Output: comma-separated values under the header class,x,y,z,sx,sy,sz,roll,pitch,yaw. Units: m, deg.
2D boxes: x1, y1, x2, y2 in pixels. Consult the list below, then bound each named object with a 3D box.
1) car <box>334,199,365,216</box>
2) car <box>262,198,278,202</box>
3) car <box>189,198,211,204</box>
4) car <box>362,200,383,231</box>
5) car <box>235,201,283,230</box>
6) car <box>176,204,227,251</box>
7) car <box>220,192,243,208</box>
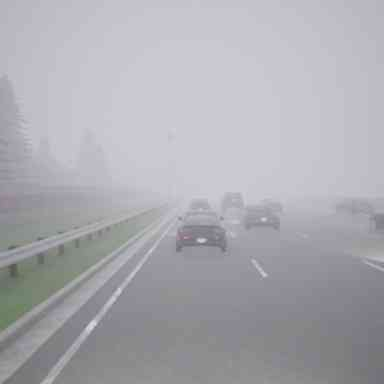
class,x,y,z,sx,sy,sz,roll,pitch,yaw
car,14.734,1.363,30.445,2.128,1.511,4.902,0,0,1
car,7.787,1.357,33.513,1.812,1.442,4.674,0,0,1
car,0.765,1.322,32.000,1.837,1.490,4.892,0,0,1
car,10.943,1.415,16.816,1.882,1.535,5.008,0,0,1
car,4.005,1.460,20.224,1.994,1.385,4.181,0,0,2
car,0.369,1.448,13.516,1.812,1.442,4.674,0,0,1
car,4.368,1.024,36.828,2.150,2.045,5.566,0,0,1
